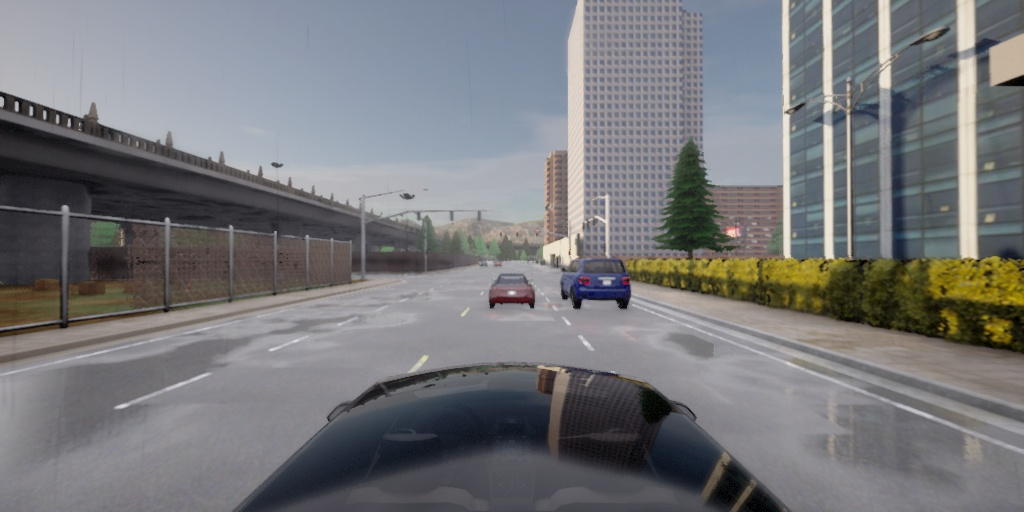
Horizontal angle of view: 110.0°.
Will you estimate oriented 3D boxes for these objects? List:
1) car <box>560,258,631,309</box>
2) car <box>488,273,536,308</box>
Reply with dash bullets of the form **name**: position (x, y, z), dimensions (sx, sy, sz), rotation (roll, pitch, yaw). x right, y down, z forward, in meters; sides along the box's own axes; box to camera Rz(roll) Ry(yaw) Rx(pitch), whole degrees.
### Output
- **car**: position (3.498, 1.097, 15.875), dimensions (2.150, 2.045, 5.566), rotation (0, 0, 0)
- **car**: position (0.004, 1.448, 16.182), dimensions (1.994, 1.385, 4.181), rotation (0, 0, 0)
